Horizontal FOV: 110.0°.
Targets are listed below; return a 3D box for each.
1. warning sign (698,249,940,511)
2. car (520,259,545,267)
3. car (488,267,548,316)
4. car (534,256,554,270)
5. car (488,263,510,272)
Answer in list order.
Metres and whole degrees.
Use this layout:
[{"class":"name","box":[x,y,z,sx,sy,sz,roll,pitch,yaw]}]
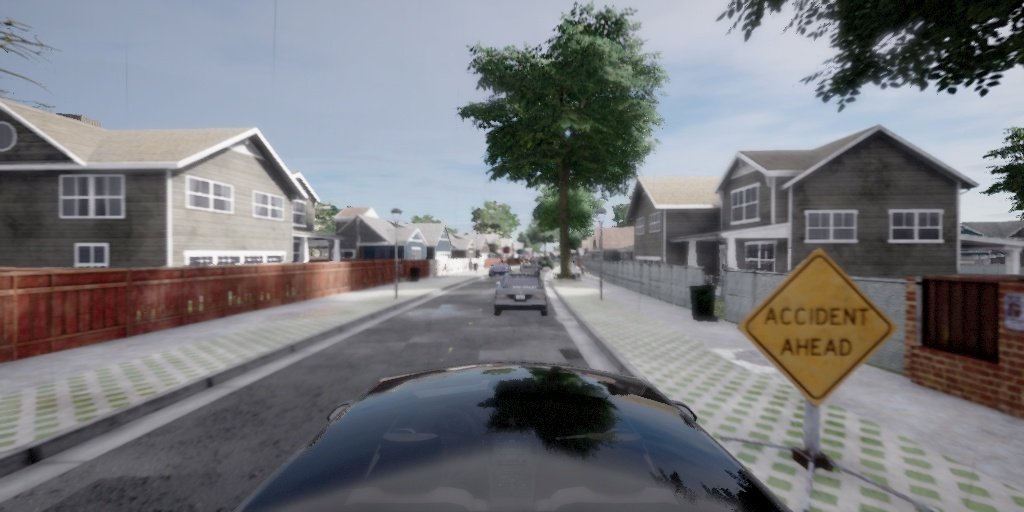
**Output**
[{"class":"warning sign","box":[2.514,0.870,3.010,1.300,1.860,1.060,0,0,0]},{"class":"car","box":[1.714,1.317,33.212,2.128,1.511,4.902,0,0,6]},{"class":"car","box":[0.362,1.319,13.577,2.033,1.411,5.357,0,0,2]},{"class":"car","box":[4.925,1.051,52.507,2.150,2.045,5.566,-5,-1,9]},{"class":"car","box":[-1.081,1.373,35.066,2.033,1.411,5.357,0,0,6]}]
